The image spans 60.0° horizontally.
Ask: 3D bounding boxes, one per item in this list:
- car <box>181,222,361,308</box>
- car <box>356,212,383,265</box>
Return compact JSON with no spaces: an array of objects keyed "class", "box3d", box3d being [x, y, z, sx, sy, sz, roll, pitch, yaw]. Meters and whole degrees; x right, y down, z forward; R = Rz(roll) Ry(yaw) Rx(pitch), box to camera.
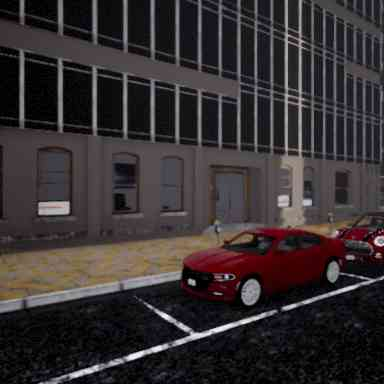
[{"class":"car","box3d":[1.831,1.528,7.861,4.507,1.381,1.887,0,0,-35]},{"class":"car","box3d":[6.341,1.407,11.077,4.097,1.590,1.967,0,0,-35]}]
